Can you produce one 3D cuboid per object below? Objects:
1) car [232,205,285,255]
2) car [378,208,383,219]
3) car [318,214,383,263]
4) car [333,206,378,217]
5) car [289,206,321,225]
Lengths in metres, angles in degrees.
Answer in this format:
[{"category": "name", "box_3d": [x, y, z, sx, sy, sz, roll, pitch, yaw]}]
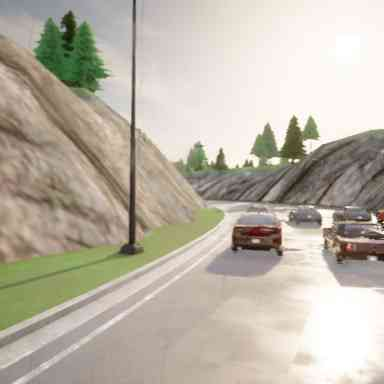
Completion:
[{"category": "car", "box_3d": [2.856, 1.569, 14.015, 1.882, 1.535, 5.008, 1, 0, 15]}, {"category": "car", "box_3d": [15.819, 1.623, 25.262, 2.097, 1.767, 4.553, 1, 0, 8]}, {"category": "car", "box_3d": [5.979, 1.715, 12.102, 1.895, 1.301, 4.718, 0, 0, 15]}, {"category": "car", "box_3d": [12.378, 1.805, 25.915, 1.994, 1.385, 4.181, 1, 0, 8]}, {"category": "car", "box_3d": [8.889, 1.773, 26.245, 1.994, 1.385, 4.181, 1, 0, 8]}]
